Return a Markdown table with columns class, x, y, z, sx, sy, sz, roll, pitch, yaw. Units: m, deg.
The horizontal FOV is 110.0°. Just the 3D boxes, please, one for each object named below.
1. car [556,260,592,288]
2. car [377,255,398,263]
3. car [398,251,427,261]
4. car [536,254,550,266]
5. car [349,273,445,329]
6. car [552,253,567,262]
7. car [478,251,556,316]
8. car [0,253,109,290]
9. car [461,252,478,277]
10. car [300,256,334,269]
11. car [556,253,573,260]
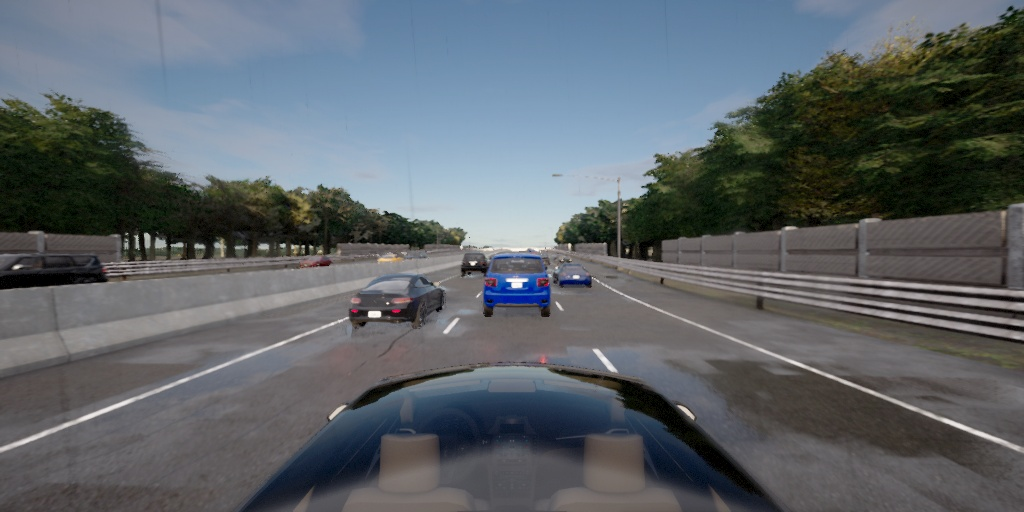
| class | x | y | z | sx | sy | sz | roll | pitch | yaw |
| --- | --- | --- | --- | --- | --- | --- | --- | --- | --- |
| car | 3.714 | 1.156 | 22.525 | 1.994 | 1.385 | 4.181 | 0 | 1 | 1 |
| car | -16.637 | 0.636 | 49.013 | 1.882 | 1.535 | 5.008 | 0 | 1 | 2 |
| car | -13.144 | 0.380 | 48.866 | 2.150 | 2.045 | 5.566 | 0 | 1 | 2 |
| car | 4.586 | 0.551 | 53.238 | 1.837 | 1.490 | 4.892 | 0 | 1 | 2 |
| car | -3.341 | 1.245 | 11.076 | 1.812 | 1.442 | 4.674 | 0 | 0 | 1 |
| car | 8.421 | 0.271 | 63.679 | 2.128 | 1.511 | 4.902 | 0 | 2 | 2 |
| car | 0.178 | 0.924 | 13.254 | 2.150 | 2.045 | 5.566 | 0 | 1 | 1 |
| car | -20.999 | 0.906 | 15.300 | 2.150 | 2.045 | 5.566 | 0 | 1 | 1 |
| car | -2.998 | 0.699 | 30.910 | 2.150 | 2.045 | 5.566 | 0 | 1 | 1 |
| car | -23.141 | 0.771 | 42.669 | 1.882 | 1.535 | 5.008 | 0 | 1 | -1 |
| car | 7.997 | 0.625 | 54.008 | 1.895 | 1.301 | 4.718 | 0 | 1 | 4 |
